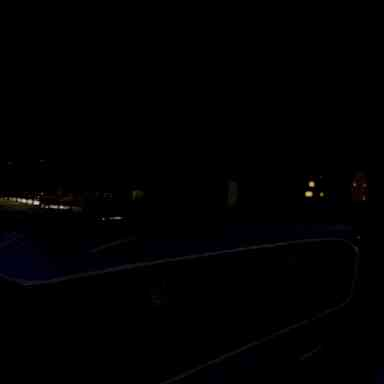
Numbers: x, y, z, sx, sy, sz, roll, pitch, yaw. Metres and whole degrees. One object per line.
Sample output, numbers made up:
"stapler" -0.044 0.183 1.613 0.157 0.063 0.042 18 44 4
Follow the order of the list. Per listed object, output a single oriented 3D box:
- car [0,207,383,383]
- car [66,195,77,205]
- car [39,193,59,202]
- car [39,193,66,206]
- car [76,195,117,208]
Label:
"car" -0.690 1.223 2.294 5.566 2.045 2.150 1 0 -37
"car" -16.228 1.093 45.753 1.882 1.535 5.008 2 -1 -37
"car" -24.585 0.920 56.995 2.128 1.511 4.902 2 0 -36
"car" -19.014 0.889 44.655 2.097 1.767 4.553 2 0 -36
"car" -8.404 1.261 30.267 2.128 1.511 4.902 2 0 -37
